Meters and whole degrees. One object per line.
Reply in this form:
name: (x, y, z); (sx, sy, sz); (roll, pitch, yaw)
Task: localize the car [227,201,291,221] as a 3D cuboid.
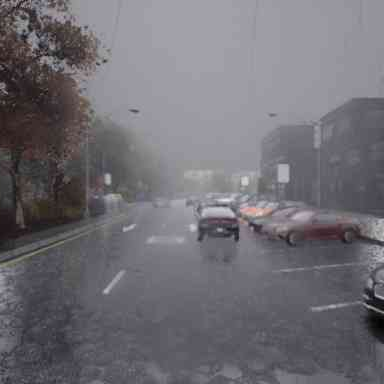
car: (5.375, 1.489, 26.843); (4.674, 1.452, 2.002); (1, 0, -20)

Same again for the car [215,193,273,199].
car: (5.383, 1.197, 29.821); (5.566, 2.045, 2.435); (1, 0, -20)

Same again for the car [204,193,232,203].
car: (5.575, 1.260, 71.910); (5.566, 2.045, 2.435); (1, 0, -20)

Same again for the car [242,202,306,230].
car: (5.311, 1.486, 17.825); (4.792, 1.488, 2.163); (1, 0, -20)

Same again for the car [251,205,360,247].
car: (5.330, 1.501, 14.834); (4.674, 1.452, 2.002); (1, 0, -20)

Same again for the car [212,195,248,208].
car: (5.456, 1.337, 47.853); (4.553, 1.767, 2.185); (1, 0, -20)

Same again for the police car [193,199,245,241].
police car: (1.189, 1.397, 16.673); (1.930, 1.638, 5.238); (0, 0, 0)

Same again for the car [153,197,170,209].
car: (-3.971, 1.462, 43.678); (2.128, 1.511, 4.902); (0, 0, 0)

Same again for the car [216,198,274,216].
car: (5.235, 1.443, 32.779); (5.366, 1.575, 1.946); (1, 0, -20)

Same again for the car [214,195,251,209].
car: (5.441, 1.332, 44.852); (4.553, 1.767, 2.185); (1, 0, -20)

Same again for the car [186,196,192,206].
car: (0.140, 1.338, 52.600); (2.097, 1.767, 4.553); (0, 0, 0)

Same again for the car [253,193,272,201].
car: (18.580, 1.303, 87.871); (2.435, 2.045, 5.566); (0, 1, -21)

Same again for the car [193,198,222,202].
car: (1.226, 1.470, 26.563); (1.837, 1.490, 4.892); (0, 0, 0)

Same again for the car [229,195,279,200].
car: (5.397, 1.326, 23.846); (4.553, 1.767, 2.185); (1, 0, -20)

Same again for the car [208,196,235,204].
car: (5.546, 1.532, 62.875); (4.674, 1.452, 2.002); (1, 0, -20)

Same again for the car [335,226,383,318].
car: (5.316, 1.477, 5.833); (4.892, 1.521, 2.231); (1, 0, -20)

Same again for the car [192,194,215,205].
car: (1.252, 1.314, 32.533); (2.097, 1.767, 4.553); (0, 0, 0)

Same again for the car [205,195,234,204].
car: (5.371, 1.493, 65.817); (5.366, 1.575, 1.946); (1, 0, -20)

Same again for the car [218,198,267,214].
car: (5.397, 1.479, 35.836); (4.792, 1.488, 2.163); (1, 0, -20)

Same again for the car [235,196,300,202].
car: (5.383, 1.328, 20.845); (4.553, 1.767, 2.185); (1, 0, -20)
